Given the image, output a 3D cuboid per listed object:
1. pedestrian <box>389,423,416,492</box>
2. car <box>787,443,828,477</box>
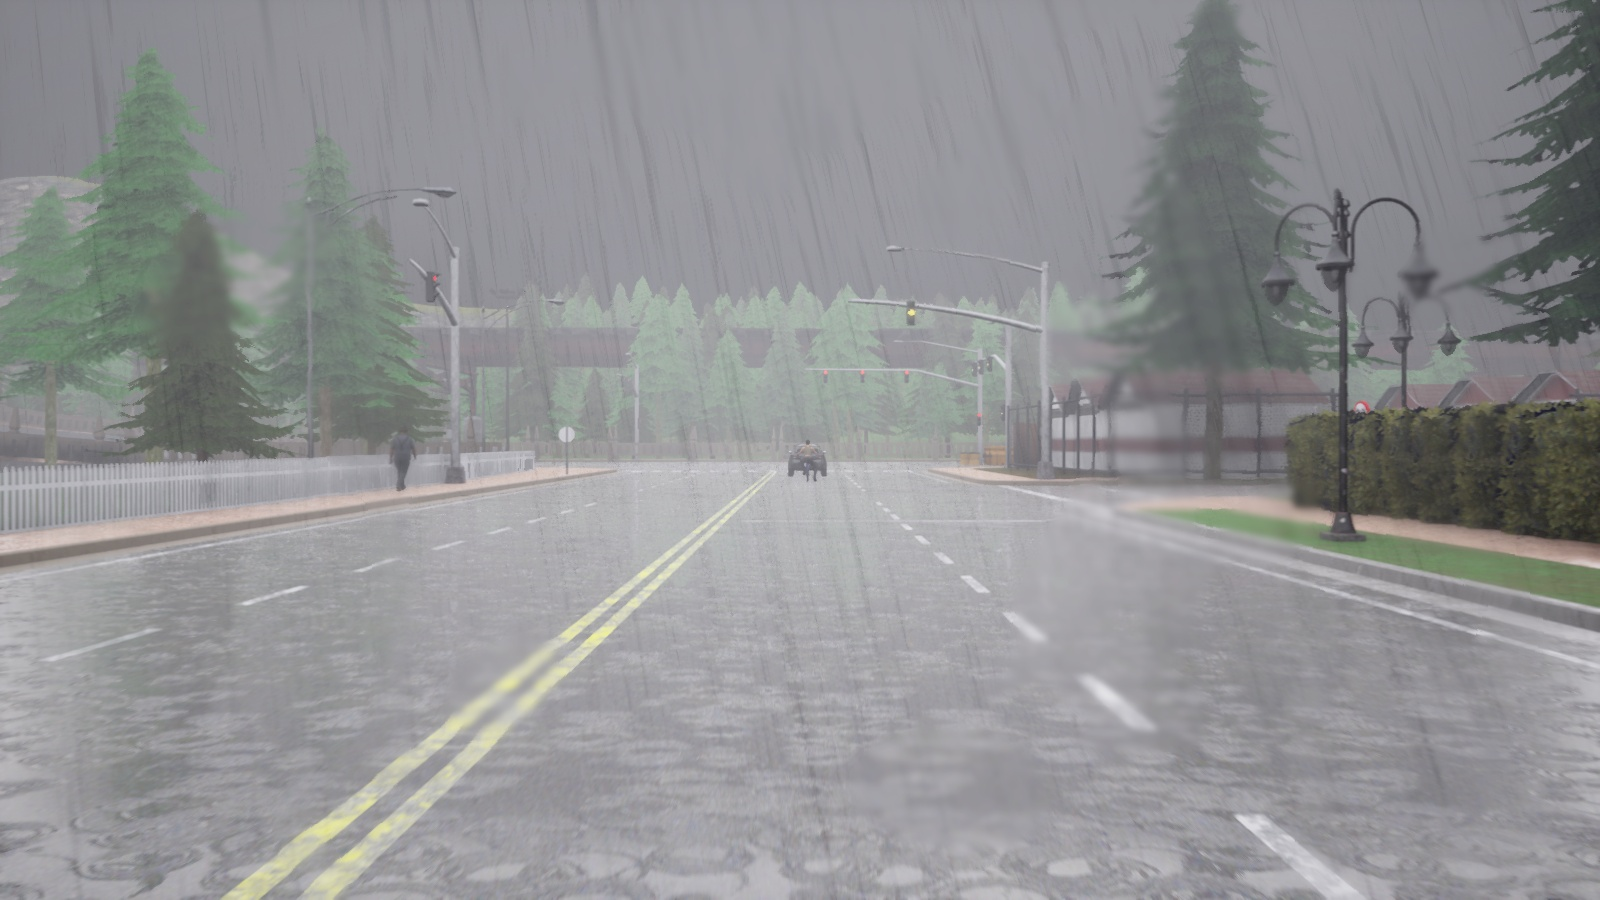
[{"bbox_3d":[-10.796,0.204,34.110,0.540,1.848,0.694,0,0,-2],"label":"pedestrian"},{"bbox_3d":[0.338,0.440,56.945,1.816,1.474,4.193,0,0,0],"label":"car"}]
